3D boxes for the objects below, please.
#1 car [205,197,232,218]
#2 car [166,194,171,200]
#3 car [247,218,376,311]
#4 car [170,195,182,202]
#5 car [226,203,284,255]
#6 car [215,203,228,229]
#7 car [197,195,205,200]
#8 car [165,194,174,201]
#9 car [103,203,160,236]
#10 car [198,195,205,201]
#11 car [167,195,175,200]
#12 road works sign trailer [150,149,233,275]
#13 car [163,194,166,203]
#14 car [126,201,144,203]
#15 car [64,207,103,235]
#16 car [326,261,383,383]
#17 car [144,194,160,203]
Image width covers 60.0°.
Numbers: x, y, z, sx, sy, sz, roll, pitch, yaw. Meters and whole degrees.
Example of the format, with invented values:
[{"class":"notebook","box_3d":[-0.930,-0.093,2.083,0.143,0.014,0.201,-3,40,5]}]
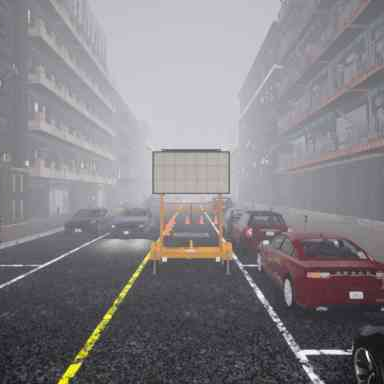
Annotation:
[{"class":"car","box_3d":[2.630,1.312,30.195,2.192,1.841,5.009,0,0,0]},{"class":"car","box_3d":[-5.856,1.290,80.909,2.192,1.841,5.009,0,0,0]},{"class":"car","box_3d":[2.675,1.545,7.649,1.887,1.381,4.507,0,0,0]},{"class":"car","box_3d":[-3.153,1.457,73.630,1.882,1.535,5.008,0,0,0]},{"class":"car","box_3d":[2.664,1.440,13.286,1.967,1.590,4.097,0,0,0]},{"class":"car","box_3d":[2.652,1.550,18.922,2.008,1.369,4.403,0,0,0]},{"class":"car","box_3d":[2.500,1.514,92.195,1.887,1.381,4.507,0,0,0]},{"class":"car","box_3d":[-5.869,1.412,86.545,1.967,1.590,4.097,0,0,0]},{"class":"car","box_3d":[-3.139,1.546,18.555,2.033,1.411,5.357,0,0,0]},{"class":"car","box_3d":[2.523,1.501,81.093,1.752,1.417,4.829,0,0,0]},{"class":"car","box_3d":[-5.880,1.514,92.182,1.887,1.381,4.507,0,0,0]},{"class":"road works sign trailer","box_3d":[-0.022,0.464,10.413,2.380,3.560,2.880,0,0,0]},{"class":"car","box_3d":[-5.798,1.304,52.727,2.192,1.841,5.009,0,0,0]},{"class":"car","box_3d":[-5.752,1.522,30.011,1.752,1.417,4.829,0,0,0]},{"class":"car","box_3d":[-5.729,1.565,18.908,1.947,1.339,4.313,0,0,0]},{"class":"car","box_3d":[2.686,1.566,2.013,1.947,1.339,4.313,0,0,0]},{"class":"car","box_3d":[-5.787,1.431,47.091,1.967,1.590,4.097,0,0,0]}]
